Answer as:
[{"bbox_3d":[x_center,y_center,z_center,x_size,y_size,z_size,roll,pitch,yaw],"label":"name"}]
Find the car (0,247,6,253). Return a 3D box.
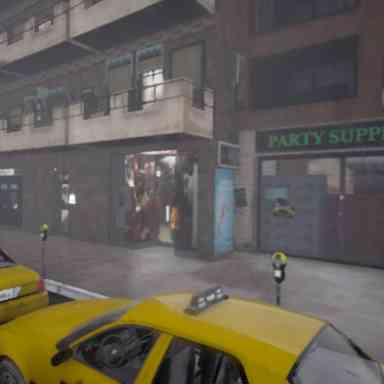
[{"bbox_3d":[-4.595,1.425,6.138,4.829,1.417,1.752,1,1,35],"label":"car"}]

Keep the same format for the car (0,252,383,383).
[{"bbox_3d":[-0.094,1.502,2.936,4.829,1.417,1.752,1,1,35],"label":"car"}]
